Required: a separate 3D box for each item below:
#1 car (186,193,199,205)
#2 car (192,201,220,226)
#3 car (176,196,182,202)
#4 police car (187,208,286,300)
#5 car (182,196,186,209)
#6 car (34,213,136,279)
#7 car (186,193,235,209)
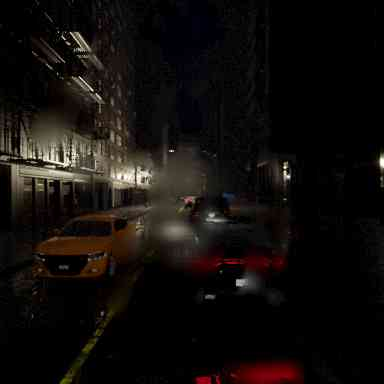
[{"bbox_3d":[0.131,1.263,59.559,2.150,2.045,5.566,0,0,0],"label":"car"},{"bbox_3d":[0.954,1.508,24.445,1.837,1.490,4.892,0,0,0],"label":"car"},{"bbox_3d":[-2.827,1.586,78.261,2.033,1.411,5.357,0,0,0],"label":"car"},{"bbox_3d":[0.917,1.425,8.555,1.930,1.638,5.238,0,0,0],"label":"police car"},{"bbox_3d":[0.132,1.375,45.564,2.097,1.767,4.553,0,0,1],"label":"car"},{"bbox_3d":[-2.979,1.477,10.232,1.882,1.535,5.008,0,0,0],"label":"car"},{"bbox_3d":[0.941,1.226,18.475,2.150,2.045,5.566,0,0,0],"label":"car"}]
